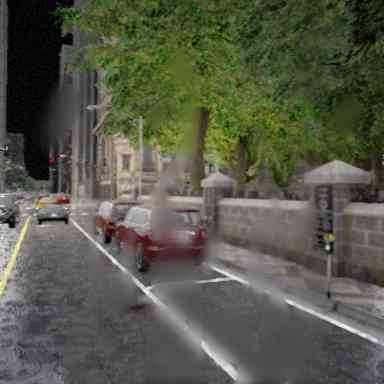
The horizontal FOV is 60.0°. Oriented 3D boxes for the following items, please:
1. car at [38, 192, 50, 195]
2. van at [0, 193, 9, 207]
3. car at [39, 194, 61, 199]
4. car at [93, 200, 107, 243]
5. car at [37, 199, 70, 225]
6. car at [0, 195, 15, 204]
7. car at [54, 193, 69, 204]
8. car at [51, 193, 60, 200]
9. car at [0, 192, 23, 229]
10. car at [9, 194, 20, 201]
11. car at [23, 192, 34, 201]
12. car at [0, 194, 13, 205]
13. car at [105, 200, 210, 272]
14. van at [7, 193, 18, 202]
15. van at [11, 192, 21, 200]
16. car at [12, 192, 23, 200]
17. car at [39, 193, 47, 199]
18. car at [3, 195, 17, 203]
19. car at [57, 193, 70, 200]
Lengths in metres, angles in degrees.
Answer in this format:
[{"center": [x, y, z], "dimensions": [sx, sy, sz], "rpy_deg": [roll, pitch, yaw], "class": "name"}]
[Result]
[{"center": [-33.960, 1.190, 76.217], "dimensions": [1.882, 1.535, 5.008], "rpy_deg": [1, 0, -24], "class": "car"}, {"center": [-26.857, 1.092, 46.737], "dimensions": [1.690, 1.788, 3.998], "rpy_deg": [1, 0, -24], "class": "van"}, {"center": [-16.301, 1.359, 37.708], "dimensions": [1.882, 1.535, 5.008], "rpy_deg": [2, 0, -24], "class": "car"}, {"center": [-3.470, 1.292, 15.971], "dimensions": [2.192, 1.841, 5.009], "rpy_deg": [1, 0, -24], "class": "car"}, {"center": [-9.949, 1.474, 23.739], "dimensions": [1.994, 1.385, 4.181], "rpy_deg": [1, 0, -25], "class": "car"}, {"center": [-31.371, 1.263, 56.639], "dimensions": [1.887, 1.381, 4.507], "rpy_deg": [1, 0, -24], "class": "car"}, {"center": [-23.615, 1.113, 60.182], "dimensions": [2.192, 1.841, 5.009], "rpy_deg": [1, 0, -24], "class": "car"}, {"center": [-34.896, 1.163, 84.937], "dimensions": [1.967, 1.590, 4.097], "rpy_deg": [1, 0, -24], "class": "car"}, {"center": [-11.995, 1.114, 20.617], "dimensions": [2.150, 2.045, 5.566], "rpy_deg": [1, 0, -24], "class": "car"}, {"center": [-38.140, 1.218, 71.494], "dimensions": [1.887, 1.381, 4.507], "rpy_deg": [1, 0, -24], "class": "car"}, {"center": [-35.484, 1.224, 72.327], "dimensions": [2.128, 1.511, 4.902], "rpy_deg": [1, 0, -24], "class": "car"}, {"center": [-29.114, 1.174, 51.688], "dimensions": [1.967, 1.590, 4.097], "rpy_deg": [1, 0, -24], "class": "car"}, {"center": [-1.179, 1.313, 10.944], "dimensions": [2.192, 1.841, 5.009], "rpy_deg": [1, 0, -24], "class": "car"}, {"center": [-35.882, 1.029, 66.543], "dimensions": [1.690, 1.788, 3.998], "rpy_deg": [1, 0, -24], "class": "van"}, {"center": [-40.394, 0.999, 76.446], "dimensions": [1.690, 1.788, 3.998], "rpy_deg": [1, 0, -24], "class": "van"}, {"center": [-42.650, 0.958, 81.397], "dimensions": [2.192, 1.841, 5.009], "rpy_deg": [1, 0, -24], "class": "car"}, {"center": [-38.625, 1.114, 86.458], "dimensions": [1.837, 1.490, 4.892], "rpy_deg": [1, 0, -24], "class": "car"}, {"center": [-33.628, 1.268, 61.590], "dimensions": [1.947, 1.339, 4.313], "rpy_deg": [1, 0, -24], "class": "car"}, {"center": [-21.359, 1.129, 55.231], "dimensions": [2.192, 1.841, 5.009], "rpy_deg": [1, 0, -24], "class": "car"}]
